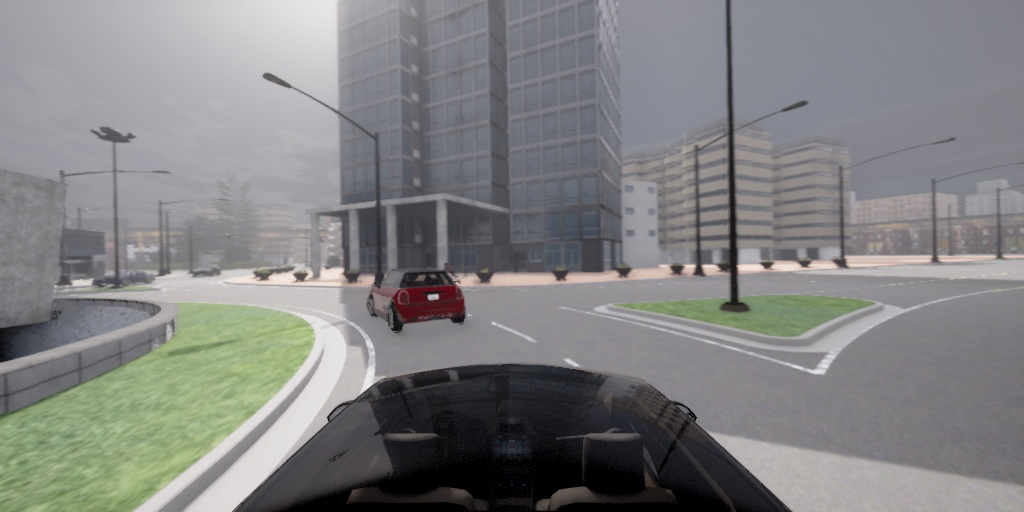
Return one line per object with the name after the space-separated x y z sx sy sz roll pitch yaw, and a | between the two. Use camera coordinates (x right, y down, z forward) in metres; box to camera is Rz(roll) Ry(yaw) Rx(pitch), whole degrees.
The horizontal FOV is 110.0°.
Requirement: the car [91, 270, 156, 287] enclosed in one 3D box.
-35.426 2.024 32.948 2.033 1.411 5.357 -1 0 -17 | car

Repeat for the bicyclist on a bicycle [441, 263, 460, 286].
-3.840 1.213 22.021 0.582 1.620 1.656 -1 9 36 | bicyclist on a bicycle

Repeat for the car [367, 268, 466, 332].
-3.238 1.167 11.602 2.097 1.767 4.553 -1 0 -31 | car

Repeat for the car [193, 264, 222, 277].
-42.164 1.965 49.640 2.097 1.767 4.553 -1 0 -24 | car
